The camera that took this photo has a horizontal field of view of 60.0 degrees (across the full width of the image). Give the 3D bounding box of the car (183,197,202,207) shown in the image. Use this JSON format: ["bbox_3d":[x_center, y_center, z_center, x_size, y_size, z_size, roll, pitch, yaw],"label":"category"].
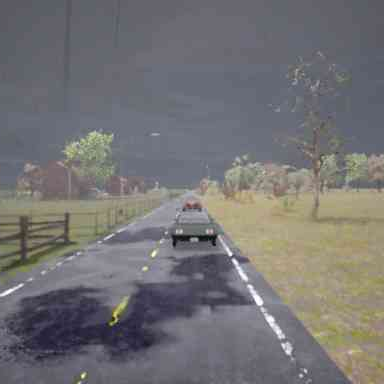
[{"bbox_3d":[0.019,1.316,38.272,2.097,1.767,4.553,0,0,0],"label":"car"}]

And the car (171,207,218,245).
[{"bbox_3d":[0.089,1.592,15.345,1.895,1.301,4.718,0,0,0],"label":"car"}]
